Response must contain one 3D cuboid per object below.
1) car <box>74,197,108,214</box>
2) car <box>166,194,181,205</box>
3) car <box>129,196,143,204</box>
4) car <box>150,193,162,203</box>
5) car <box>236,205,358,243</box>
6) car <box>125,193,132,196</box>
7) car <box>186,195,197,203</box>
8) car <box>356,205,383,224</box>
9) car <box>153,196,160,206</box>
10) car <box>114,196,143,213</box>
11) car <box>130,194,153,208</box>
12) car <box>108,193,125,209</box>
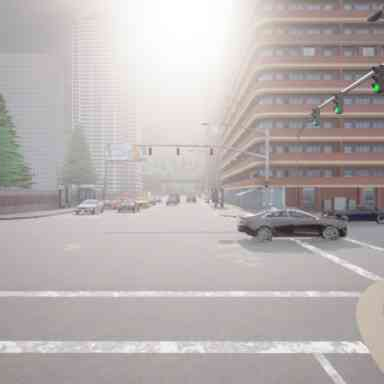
[{"bbox_3d":[-10.655,1.526,34.933,1.812,1.442,4.674,0,0,2],"label":"car"},{"bbox_3d":[-3.493,1.547,58.193,2.033,1.411,5.357,0,0,0],"label":"car"},{"bbox_3d":[-10.646,1.505,64.025,1.837,1.490,4.892,0,0,0],"label":"car"},{"bbox_3d":[-7.132,1.526,66.812,1.812,1.442,4.674,0,0,0],"label":"car"},{"bbox_3d":[4.475,1.449,15.176,4.902,1.511,2.128,-1,0,-2],"label":"car"},{"bbox_3d":[-10.679,1.221,53.608,2.150,2.045,5.566,0,0,0],"label":"car"},{"bbox_3d":[-0.112,1.350,69.683,2.097,1.767,4.553,0,0,0],"label":"car"},{"bbox_3d":[11.385,1.545,23.200,4.718,1.301,1.895,0,0,-13],"label":"car"},{"bbox_3d":[-7.175,1.491,56.588,2.128,1.511,4.902,0,0,0],"label":"car"},{"bbox_3d":[-7.145,1.526,37.770,1.812,1.442,4.674,0,0,0],"label":"car"},{"bbox_3d":[-7.173,1.477,47.109,1.882,1.535,5.008,0,0,0],"label":"car"},{"bbox_3d":[-10.669,1.352,43.879,2.097,1.767,4.553,0,0,0],"label":"car"}]
